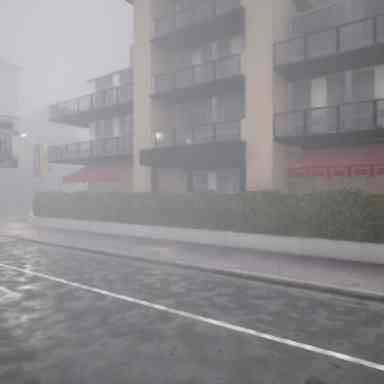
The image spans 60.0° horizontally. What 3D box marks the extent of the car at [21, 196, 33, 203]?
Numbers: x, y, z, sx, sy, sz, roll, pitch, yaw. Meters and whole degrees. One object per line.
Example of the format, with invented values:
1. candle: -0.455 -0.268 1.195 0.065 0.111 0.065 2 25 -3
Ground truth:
1. car: -38.773 1.579 74.771 4.892 1.521 2.231 0 0 36
